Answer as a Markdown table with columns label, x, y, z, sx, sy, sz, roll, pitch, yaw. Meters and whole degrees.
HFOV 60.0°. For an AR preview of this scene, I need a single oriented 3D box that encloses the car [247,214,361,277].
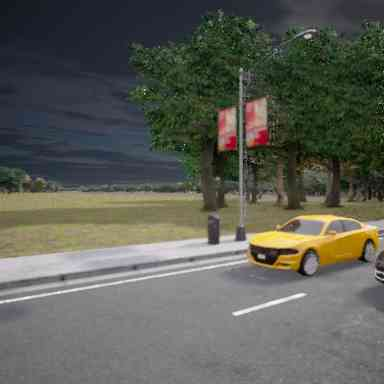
| label | x | y | z | sx | sy | sz | roll | pitch | yaw |
| --- | --- | --- | --- | --- | --- | --- | --- | --- | --- |
| car | 3.919 | 1.481 | 10.473 | 5.008 | 1.535 | 1.882 | 0 | 0 | -35 |

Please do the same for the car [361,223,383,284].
| label | x | y | z | sx | sy | sz | roll | pitch | yaw |
| --- | --- | --- | --- | --- | --- | --- | --- | --- | --- |
| car | 6.452 | 1.509 | 8.288 | 4.892 | 1.490 | 1.837 | 0 | 0 | -35 |
